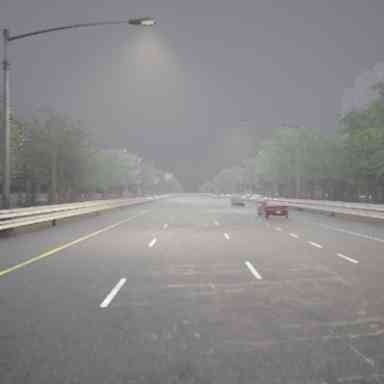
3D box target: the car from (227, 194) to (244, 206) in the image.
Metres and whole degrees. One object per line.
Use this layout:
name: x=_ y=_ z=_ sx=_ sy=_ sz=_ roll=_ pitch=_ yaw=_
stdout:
car: x=7.123 y=1.535 z=52.858 sx=2.033 sy=1.411 sz=5.357 roll=0 pitch=0 yaw=0

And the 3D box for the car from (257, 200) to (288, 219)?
car: x=7.046 y=1.471 z=29.443 sx=1.882 sy=1.535 sz=5.008 roll=0 pitch=0 yaw=0
